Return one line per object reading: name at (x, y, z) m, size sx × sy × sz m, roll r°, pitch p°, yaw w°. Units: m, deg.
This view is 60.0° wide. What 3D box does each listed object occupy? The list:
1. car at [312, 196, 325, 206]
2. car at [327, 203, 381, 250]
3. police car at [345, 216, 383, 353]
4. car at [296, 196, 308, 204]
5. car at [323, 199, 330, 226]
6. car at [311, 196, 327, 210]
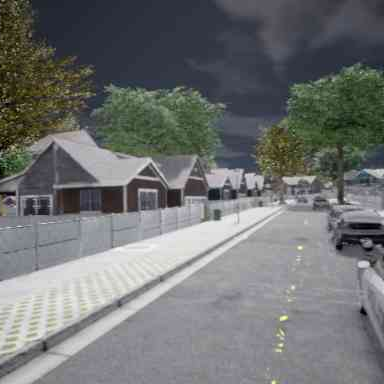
car at (20.428, 1.355, 53.665) m, size 1.812 × 1.442 × 4.674 m, roll -2°, pitch -1°, yaw 20°
car at (6.753, 1.418, 13.626) m, size 1.837 × 1.490 × 4.892 m, roll -2°, pitch 0°, yaw 20°
police car at (3.372, 1.363, 4.328) m, size 1.930 × 1.638 × 5.238 m, roll -2°, pitch 0°, yaw 20°
car at (20.683, 1.423, 62.417) m, size 1.812 × 1.442 × 4.674 m, roll -2°, pitch 0°, yaw 20°
car at (8.803, 1.402, 19.266) m, size 1.837 × 1.490 × 4.892 m, roll -2°, pitch 0°, yaw 20°
car at (15.687, 1.353, 40.515) m, size 2.128 × 1.511 × 4.902 m, roll -2°, pitch 0°, yaw 20°
